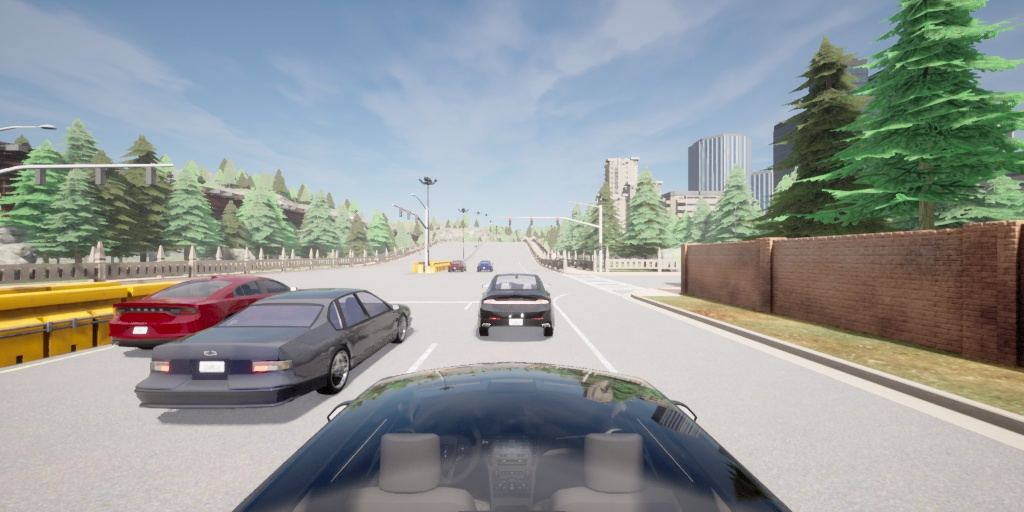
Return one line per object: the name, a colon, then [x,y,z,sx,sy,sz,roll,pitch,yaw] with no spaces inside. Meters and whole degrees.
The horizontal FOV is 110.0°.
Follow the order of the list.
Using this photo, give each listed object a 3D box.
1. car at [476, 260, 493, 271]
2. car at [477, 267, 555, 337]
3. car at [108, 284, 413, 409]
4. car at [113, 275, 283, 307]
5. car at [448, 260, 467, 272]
car: [-3.384,1.276,45.714,1.812,1.442,4.674,0,0,0]
car: [0.132,1.242,10.310,2.128,1.511,4.902,0,0,1]
car: [-3.397,1.297,6.565,2.033,1.411,5.357,0,0,0]
car: [-6.897,1.228,9.129,1.882,1.535,5.008,0,0,0]
car: [-6.879,1.276,45.318,1.812,1.442,4.674,0,0,0]
